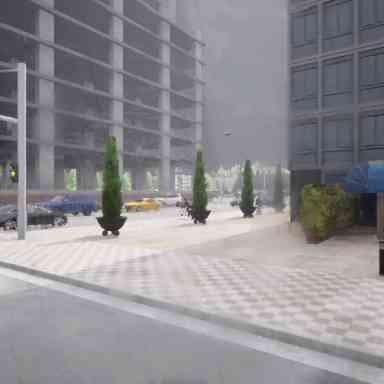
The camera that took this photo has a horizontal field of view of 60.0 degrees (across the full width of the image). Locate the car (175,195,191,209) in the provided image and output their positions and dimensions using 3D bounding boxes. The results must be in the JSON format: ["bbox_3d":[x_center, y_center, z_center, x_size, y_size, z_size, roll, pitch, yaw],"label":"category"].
[{"bbox_3d":[0.102,1.526,46.401,1.812,1.442,4.674,0,0,36],"label":"car"}]

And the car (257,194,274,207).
[{"bbox_3d":[11.612,1.492,50.074,2.128,1.511,4.902,0,0,36],"label":"car"}]

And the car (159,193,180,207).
[{"bbox_3d":[-3.719,1.220,47.101,2.150,2.045,5.566,0,0,36],"label":"car"}]

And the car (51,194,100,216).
[{"bbox_3d":[-11.455,1.221,30.432,2.150,2.045,5.566,0,0,36],"label":"car"}]

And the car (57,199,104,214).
[{"bbox_3d":[-11.910,1.526,35.777,1.812,1.442,4.674,0,0,36],"label":"car"}]

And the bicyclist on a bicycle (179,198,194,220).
[{"bbox_3d":[-0.367,1.301,25.316,1.656,1.620,0.582,0,0,36],"label":"bicyclist on a bicycle"}]

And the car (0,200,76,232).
[{"bbox_3d":[-9.975,1.491,20.181,2.128,1.511,4.902,0,0,36],"label":"car"}]

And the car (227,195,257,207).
[{"bbox_3d":[7.626,1.601,50.609,1.895,1.301,4.718,0,0,36],"label":"car"}]

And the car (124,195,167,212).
[{"bbox_3d":[-5.601,1.478,38.534,1.882,1.535,5.008,0,0,36],"label":"car"}]
